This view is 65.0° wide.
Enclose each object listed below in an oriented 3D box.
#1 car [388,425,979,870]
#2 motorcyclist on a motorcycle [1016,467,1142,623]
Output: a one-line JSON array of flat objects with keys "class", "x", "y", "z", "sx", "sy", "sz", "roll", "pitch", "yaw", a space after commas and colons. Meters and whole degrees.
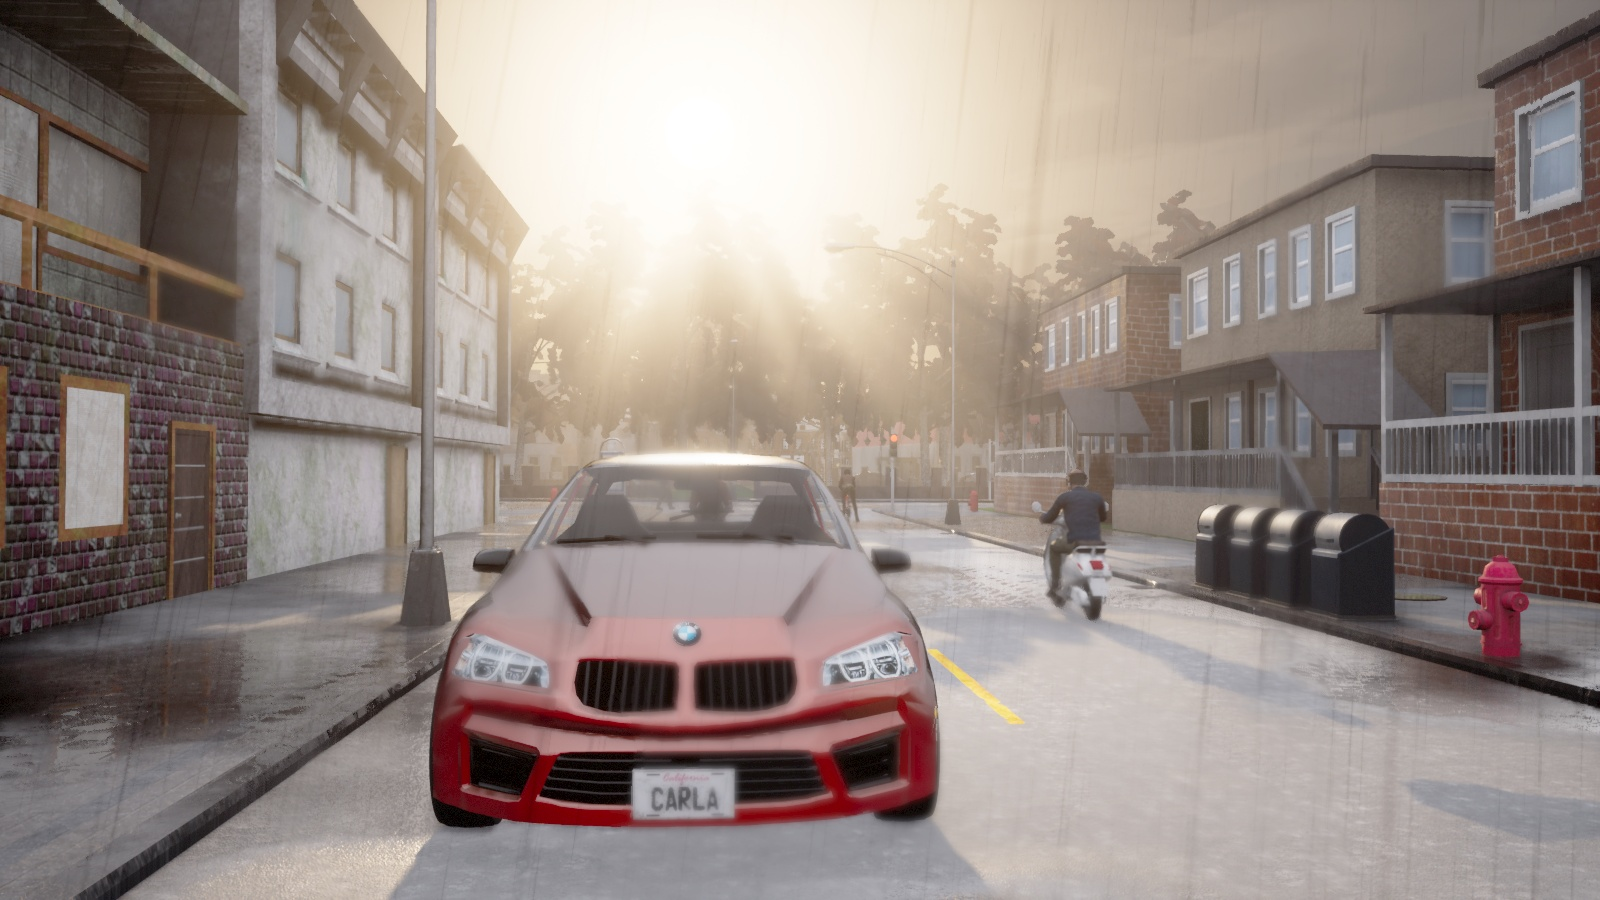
[{"class": "car", "x": -0.578, "y": 0.780, "z": 7.099, "sx": 2.242, "sy": 1.667, "sz": 4.611, "roll": 0, "pitch": -1, "yaw": -4}, {"class": "motorcyclist on a motorcycle", "x": 3.013, "y": 0.987, "z": 13.760, "sx": 0.866, "sy": 1.590, "sz": 1.817, "roll": 0, "pitch": -1, "yaw": -4}]
